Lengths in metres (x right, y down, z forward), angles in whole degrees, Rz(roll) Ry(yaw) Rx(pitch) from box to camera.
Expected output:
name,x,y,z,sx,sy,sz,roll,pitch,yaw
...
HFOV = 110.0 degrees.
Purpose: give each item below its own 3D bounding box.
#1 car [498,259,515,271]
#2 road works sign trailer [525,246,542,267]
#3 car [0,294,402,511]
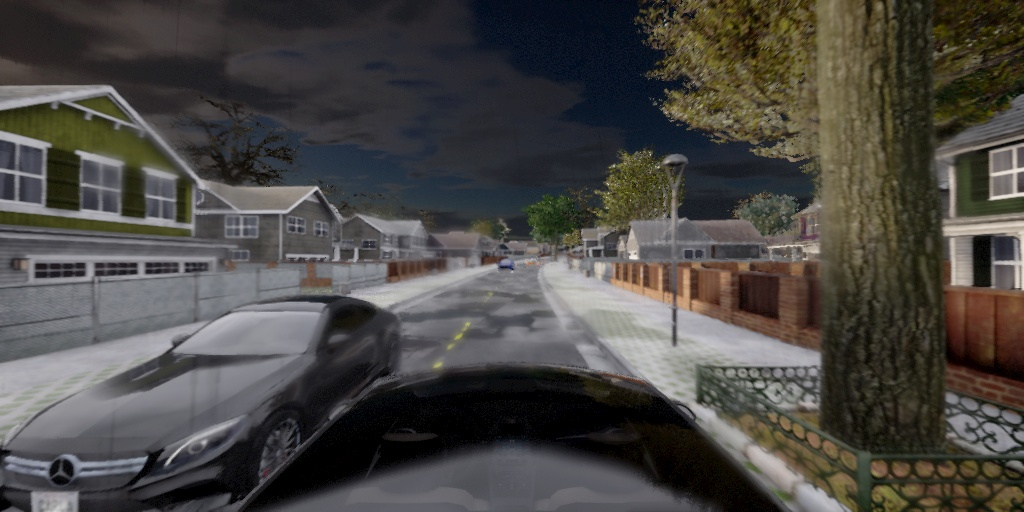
name,x,y,z,sx,sy,sz,roll,pitch,yaw
car,-0.700,1.145,47.119,1.882,1.535,5.008,0,0,6
road works sign trailer,3.540,0.046,60.872,2.380,3.560,2.880,0,0,7
car,-2.811,1.273,4.549,1.812,1.442,4.674,0,0,0
